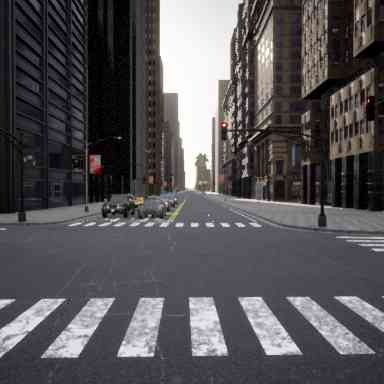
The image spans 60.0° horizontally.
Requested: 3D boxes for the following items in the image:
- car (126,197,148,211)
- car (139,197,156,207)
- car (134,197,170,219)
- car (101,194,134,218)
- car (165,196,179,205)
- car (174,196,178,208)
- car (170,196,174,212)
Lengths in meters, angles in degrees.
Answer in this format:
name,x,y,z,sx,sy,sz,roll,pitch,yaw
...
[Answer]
name,x,y,z,sx,sy,sz,roll,pitch,yaw
car,-6.663,1.428,40.663,1.882,1.535,5.008,0,0,0
car,-6.687,1.497,50.554,1.994,1.385,4.181,0,0,0
car,-3.399,1.323,29.054,2.097,1.767,4.553,0,0,0
car,-6.653,1.190,30.658,2.150,2.045,5.566,0,0,0
car,-3.421,1.465,58.478,2.033,1.411,5.357,0,0,0
car,-3.443,1.501,48.061,1.994,1.385,4.181,0,0,-1
car,-3.417,1.481,38.036,1.812,1.442,4.674,0,0,0
